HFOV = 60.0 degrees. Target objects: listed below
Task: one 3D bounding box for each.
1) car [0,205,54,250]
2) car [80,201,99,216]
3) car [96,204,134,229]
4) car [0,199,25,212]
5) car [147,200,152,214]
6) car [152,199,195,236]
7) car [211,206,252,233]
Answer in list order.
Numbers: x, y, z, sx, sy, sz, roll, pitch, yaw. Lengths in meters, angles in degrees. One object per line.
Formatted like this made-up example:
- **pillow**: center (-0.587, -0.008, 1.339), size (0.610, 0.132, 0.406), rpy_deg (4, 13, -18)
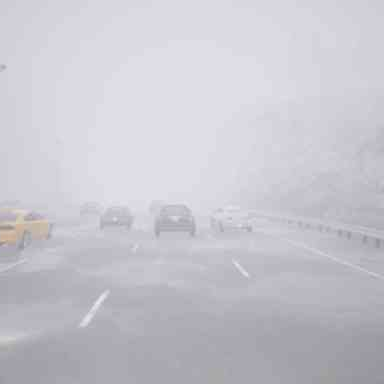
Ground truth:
- **car**: center (-7.657, 1.532, 14.653), size (1.882, 1.535, 5.008), rpy_deg (0, 0, -5)
- **car**: center (-10.423, 1.659, 34.537), size (2.033, 1.411, 5.357), rpy_deg (0, 0, -11)
- **car**: center (-4.970, 1.632, 22.385), size (1.994, 1.385, 4.181), rpy_deg (0, 0, -7)
- **car**: center (-23.385, 1.654, 43.163), size (2.128, 1.511, 4.902), rpy_deg (0, 0, -15)
- **car**: center (-3.956, 1.611, 37.648), size (1.837, 1.490, 4.892), rpy_deg (0, 0, -12)
- **car**: center (-1.045, 1.403, 18.823), size (2.097, 1.767, 4.553), rpy_deg (0, 0, -6)
- **car**: center (2.339, 1.573, 20.186), size (1.812, 1.442, 4.674), rpy_deg (0, 0, -6)
